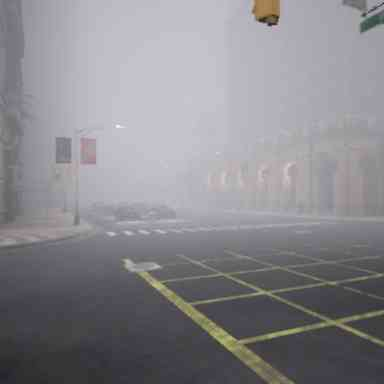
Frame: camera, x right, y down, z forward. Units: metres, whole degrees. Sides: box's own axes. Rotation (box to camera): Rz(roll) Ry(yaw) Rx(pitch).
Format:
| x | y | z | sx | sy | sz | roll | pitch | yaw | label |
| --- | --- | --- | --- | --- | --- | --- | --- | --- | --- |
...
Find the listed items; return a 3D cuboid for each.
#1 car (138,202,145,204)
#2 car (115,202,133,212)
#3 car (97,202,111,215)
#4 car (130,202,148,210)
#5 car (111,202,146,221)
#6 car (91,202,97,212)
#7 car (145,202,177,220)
| x | y | z | sx | sy | sz | roll | pitch | yaw | label |
| --- | --- | --- | --- | --- | --- | --- | --- | --- | --- |
| -6.562 | 2.084 | 41.933 | 1.837 | 1.490 | 4.892 | 0 | -1 | -23 | car |
| -10.501 | 2.253 | 51.188 | 1.812 | 1.442 | 4.674 | 0 | -1 | -23 | car |
| -10.339 | 2.211 | 41.853 | 1.895 | 1.301 | 4.718 | 0 | -1 | -23 | car |
| -9.224 | 2.393 | 57.327 | 1.895 | 1.301 | 4.718 | 0 | -1 | -23 | car |
| -6.327 | 2.026 | 32.620 | 1.994 | 1.385 | 4.181 | 0 | -1 | -24 | car |
| -14.414 | 2.268 | 51.468 | 1.837 | 1.490 | 4.892 | 0 | -1 | -23 | car |
| -3.057 | 2.014 | 33.878 | 1.994 | 1.385 | 4.181 | 0 | -1 | -24 | car |
